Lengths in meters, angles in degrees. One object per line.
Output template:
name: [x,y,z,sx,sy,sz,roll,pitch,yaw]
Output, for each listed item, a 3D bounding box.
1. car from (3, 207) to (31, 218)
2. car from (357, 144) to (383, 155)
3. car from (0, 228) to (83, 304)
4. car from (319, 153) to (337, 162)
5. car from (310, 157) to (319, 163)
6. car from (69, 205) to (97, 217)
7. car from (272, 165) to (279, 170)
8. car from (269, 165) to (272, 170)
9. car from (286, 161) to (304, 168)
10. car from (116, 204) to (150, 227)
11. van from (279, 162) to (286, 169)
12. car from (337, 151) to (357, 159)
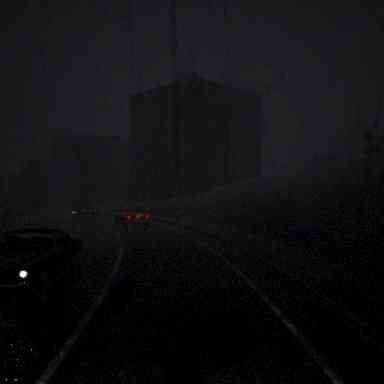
car: [-24.635,2.881,46.578,5.357,1.411,2.033,-4,-1,40]
car: [21.493,-4.716,38.063,2.185,1.767,4.553,0,1,-1]
car: [-4.116,1.634,8.240,1.895,1.301,4.718,0,0,-7]
car: [21.249,-4.951,49.227,2.185,1.767,4.553,0,1,-1]
car: [21.129,-5.063,54.746,2.185,1.767,4.553,0,1,-1]
car: [-13.142,2.244,39.931,2.033,1.411,5.357,-1,-1,-38]
car: [20.648,-5.304,76.797,2.002,1.452,4.674,0,1,-1]
car: [20.528,-5.682,82.278,2.435,2.045,5.566,0,1,-1]
car: [20.888,-5.149,65.760,2.231,1.521,4.892,0,1,-1]
car: [-4.541,1.684,24.864,1.801,1.575,5.366,-1,-1,-20]
van: [20.771,-5.473,71.152,1.878,1.987,4.442,0,1,-1]
car: [21.373,-4.666,43.557,2.002,1.452,4.674,0,1,-1]
